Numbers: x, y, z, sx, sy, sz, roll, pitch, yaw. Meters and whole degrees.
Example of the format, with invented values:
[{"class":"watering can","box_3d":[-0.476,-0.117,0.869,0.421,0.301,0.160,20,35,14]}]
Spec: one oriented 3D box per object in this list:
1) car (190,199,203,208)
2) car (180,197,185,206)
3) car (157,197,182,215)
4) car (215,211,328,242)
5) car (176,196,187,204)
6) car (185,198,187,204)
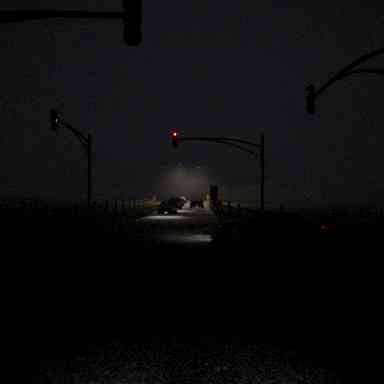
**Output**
[{"class":"car","box_3d":[0.703,1.612,48.779,1.895,1.301,4.718,0,0,1]},{"class":"car","box_3d":[-2.299,1.514,43.976,1.837,1.490,4.892,0,0,1]},{"class":"car","box_3d":[-2.440,1.553,34.199,2.033,1.411,5.357,0,0,0]},{"class":"car","box_3d":[3.859,1.651,16.648,5.357,1.411,2.033,1,0,1]},{"class":"car","box_3d":[-1.972,1.581,63.830,1.994,1.385,4.181,0,0,2]},{"class":"car","box_3d":[-2.163,1.560,53.824,2.033,1.411,5.357,0,0,1]}]
